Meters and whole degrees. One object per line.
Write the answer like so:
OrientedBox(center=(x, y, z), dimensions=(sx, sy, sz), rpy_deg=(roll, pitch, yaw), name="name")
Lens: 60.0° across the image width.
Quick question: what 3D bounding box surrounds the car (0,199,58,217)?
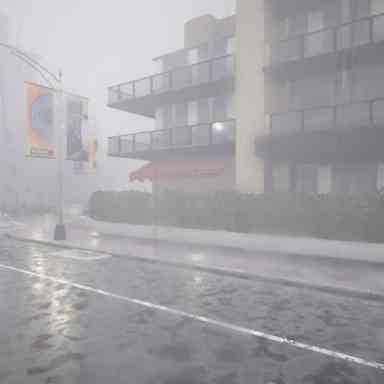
OrientedBox(center=(-15.033, 1.600, 31.064), dimensions=(1.895, 1.301, 4.718), rpy_deg=(0, 0, 35), name="car")
